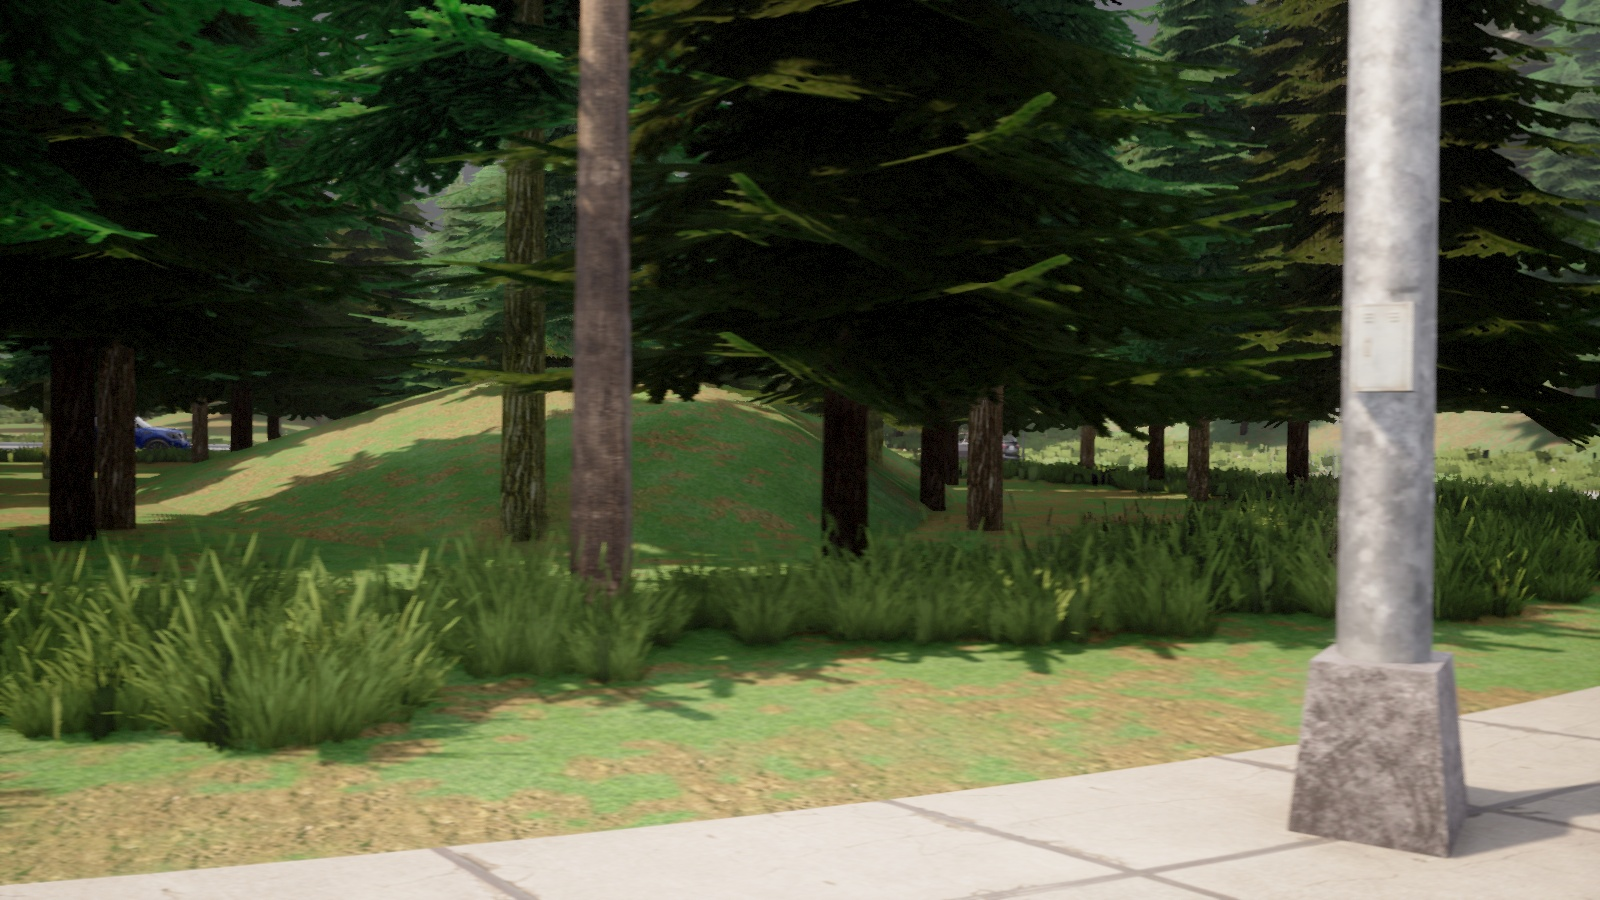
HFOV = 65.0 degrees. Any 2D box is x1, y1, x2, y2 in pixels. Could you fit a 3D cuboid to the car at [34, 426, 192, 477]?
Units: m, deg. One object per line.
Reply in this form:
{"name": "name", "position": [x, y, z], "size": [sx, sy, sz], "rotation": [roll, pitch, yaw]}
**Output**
{"name": "car", "position": [-29.344, 0.032, 53.845], "size": [5.566, 2.045, 2.150], "rotation": [-1, 1, -16]}

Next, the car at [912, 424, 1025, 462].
{"name": "car", "position": [7.703, -0.315, 57.603], "size": [4.611, 1.667, 2.242], "rotation": [0, 1, 36]}
